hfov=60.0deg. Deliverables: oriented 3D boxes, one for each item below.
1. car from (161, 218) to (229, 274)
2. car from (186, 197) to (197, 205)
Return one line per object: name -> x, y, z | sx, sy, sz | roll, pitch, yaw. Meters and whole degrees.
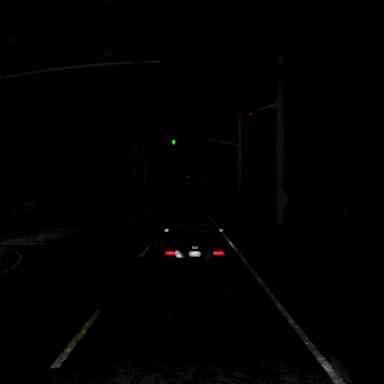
car -> 0.066, 1.554, 10.597 | 2.033, 1.411, 5.357 | 0, 0, 0
car -> -0.084, 1.559, 58.051 | 1.812, 1.442, 4.674 | 0, 0, 0
